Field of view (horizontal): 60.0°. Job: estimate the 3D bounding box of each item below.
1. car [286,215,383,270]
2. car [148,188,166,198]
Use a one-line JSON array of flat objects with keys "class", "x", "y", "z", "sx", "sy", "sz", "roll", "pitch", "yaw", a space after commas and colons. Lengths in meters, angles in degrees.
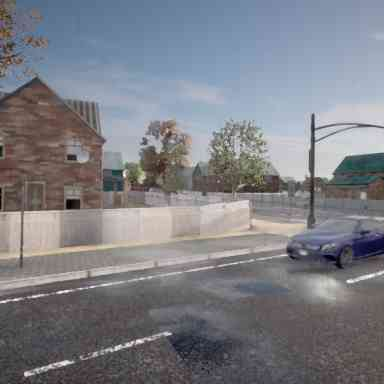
[{"class": "car", "x": 5.212, "y": 1.536, "z": 11.182, "sx": 4.674, "sy": 1.442, "sz": 1.812, "roll": 0, "pitch": 0, "yaw": -35}, {"class": "car", "x": -6.544, "y": 0.336, "z": 61.636, "sx": 2.150, "sy": 2.045, "sz": 5.566, "roll": 1, "pitch": 1, "yaw": -21}]
